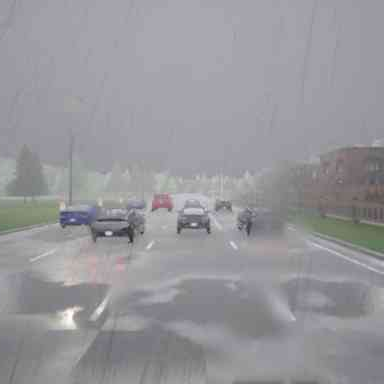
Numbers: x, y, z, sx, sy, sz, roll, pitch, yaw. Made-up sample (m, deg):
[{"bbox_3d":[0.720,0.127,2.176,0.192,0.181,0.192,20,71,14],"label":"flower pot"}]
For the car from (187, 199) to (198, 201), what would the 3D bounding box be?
[{"bbox_3d":[0.092,1.529,40.110,1.994,1.385,4.181,0,0,0],"label":"car"}]

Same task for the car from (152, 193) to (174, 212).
[{"bbox_3d":[-3.409,1.187,39.062,2.150,2.045,5.566,0,0,0],"label":"car"}]

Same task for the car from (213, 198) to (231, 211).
[{"bbox_3d":[3.593,1.470,39.395,1.837,1.490,4.892,0,0,0],"label":"car"}]

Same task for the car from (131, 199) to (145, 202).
[{"bbox_3d":[-6.908,1.527,42.522,1.994,1.385,4.181,0,0,0],"label":"car"}]

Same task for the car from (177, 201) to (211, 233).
[{"bbox_3d":[0.097,1.509,19.543,1.812,1.442,4.674,0,0,0],"label":"car"}]

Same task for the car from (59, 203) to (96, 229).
[{"bbox_3d":[-6.904,1.459,21.674,1.882,1.535,5.008,0,0,0],"label":"car"}]

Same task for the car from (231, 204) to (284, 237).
[{"bbox_3d":[3.597,1.476,18.057,2.128,1.511,4.902,0,0,0],"label":"car"}]

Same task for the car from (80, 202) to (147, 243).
[{"bbox_3d":[-3.403,1.478,16.009,2.128,1.511,4.902,0,0,0],"label":"car"}]
